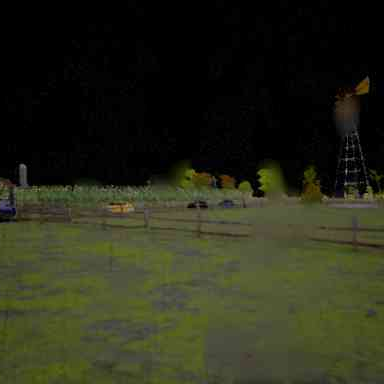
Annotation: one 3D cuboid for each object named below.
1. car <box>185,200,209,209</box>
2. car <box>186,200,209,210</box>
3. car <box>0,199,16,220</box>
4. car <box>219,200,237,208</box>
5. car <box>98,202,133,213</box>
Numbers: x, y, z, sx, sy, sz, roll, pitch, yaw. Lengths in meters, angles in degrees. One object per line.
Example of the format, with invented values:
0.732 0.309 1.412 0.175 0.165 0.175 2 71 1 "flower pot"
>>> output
0.888 2.256 58.991 1.837 1.490 4.892 -2 -2 36 "car"
1.007 2.198 54.356 1.994 1.385 4.181 -2 -2 36 "car"
-19.479 1.669 30.958 2.150 2.045 5.566 -2 -1 36 "car"
6.681 2.249 62.312 1.812 1.442 4.674 -2 -2 36 "car"
-10.070 2.057 43.981 1.882 1.535 5.008 -2 -2 36 "car"
